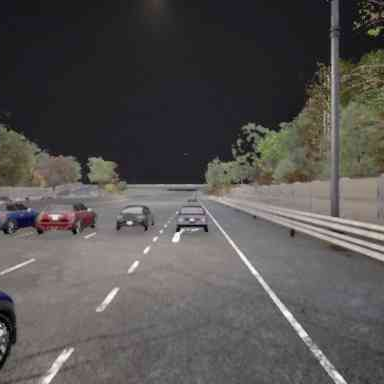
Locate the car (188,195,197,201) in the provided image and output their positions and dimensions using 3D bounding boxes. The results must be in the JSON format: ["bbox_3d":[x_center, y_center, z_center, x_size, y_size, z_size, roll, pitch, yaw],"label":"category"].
[{"bbox_3d":[0.022,1.624,79.060,1.994,1.385,4.181,0,0,0],"label":"car"}]

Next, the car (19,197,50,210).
[{"bbox_3d":[-21.057,1.507,44.754,1.837,1.490,4.892,0,0,0],"label":"car"}]

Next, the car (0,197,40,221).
[{"bbox_3d":[-10.396,1.343,18.918,2.097,1.767,4.553,0,0,0],"label":"car"}]

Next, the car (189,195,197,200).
[{"bbox_3d":[0.386,1.589,95.090,1.882,1.535,5.008,0,0,5],"label":"car"}]

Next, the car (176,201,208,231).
[{"bbox_3d":[0.007,1.536,20.390,2.033,1.411,5.357,0,0,0],"label":"car"}]

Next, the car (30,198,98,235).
[{"bbox_3d":[-6.895,1.343,18.890,2.097,1.767,4.553,0,0,0],"label":"car"}]

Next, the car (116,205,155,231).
[{"bbox_3d":[-3.396,1.515,20.425,1.812,1.442,4.674,0,0,0],"label":"car"}]

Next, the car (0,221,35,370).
[{"bbox_3d":[-3.402,1.351,2.641,2.097,1.767,4.553,0,0,0],"label":"car"}]
